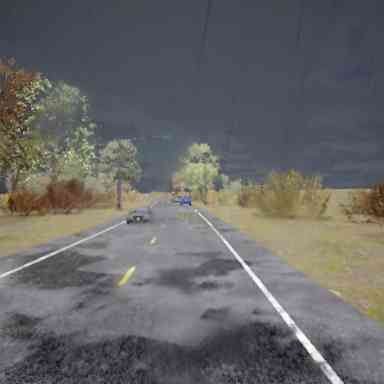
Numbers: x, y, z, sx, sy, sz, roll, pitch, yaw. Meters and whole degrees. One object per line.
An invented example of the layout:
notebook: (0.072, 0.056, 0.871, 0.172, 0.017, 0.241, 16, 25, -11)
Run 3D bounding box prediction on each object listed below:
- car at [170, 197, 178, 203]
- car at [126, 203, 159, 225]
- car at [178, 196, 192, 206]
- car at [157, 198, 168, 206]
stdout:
car: (-3.959, 2.150, 85.368, 1.994, 1.385, 4.181, 0, 0, -6)
car: (-4.000, 1.814, 26.437, 1.994, 1.385, 4.181, 0, -1, -2)
car: (-1.241, 1.795, 67.223, 2.150, 2.045, 5.566, 0, 0, -4)
car: (-6.014, 2.065, 67.641, 1.837, 1.490, 4.892, 0, 0, -4)
